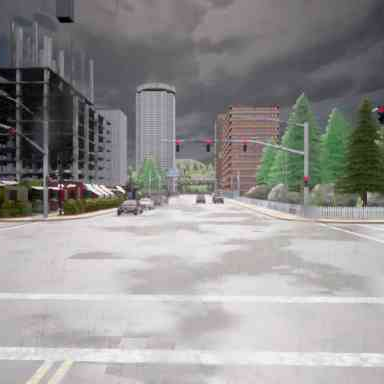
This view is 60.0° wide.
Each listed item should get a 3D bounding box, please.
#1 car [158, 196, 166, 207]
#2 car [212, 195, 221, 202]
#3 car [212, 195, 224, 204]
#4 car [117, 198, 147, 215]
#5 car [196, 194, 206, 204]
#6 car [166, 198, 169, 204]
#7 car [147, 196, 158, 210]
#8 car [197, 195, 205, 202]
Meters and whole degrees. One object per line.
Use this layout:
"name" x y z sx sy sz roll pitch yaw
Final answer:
"car" -5.687 1.352 51.726 2.097 1.767 4.553 0 0 1
"car" 5.476 1.422 74.566 1.895 1.301 4.718 0 0 1
"car" 5.255 1.526 65.670 1.812 1.442 4.674 0 0 1
"car" -6.162 1.526 33.631 1.812 1.442 4.674 0 0 2
"car" 1.748 1.601 65.439 1.895 1.301 4.718 0 0 1
"car" -5.415 1.564 61.648 1.994 1.385 4.181 0 0 2
"car" -5.918 1.526 42.721 1.812 1.442 4.674 0 0 1
"car" 1.976 1.327 74.624 1.837 1.490 4.892 0 0 1
